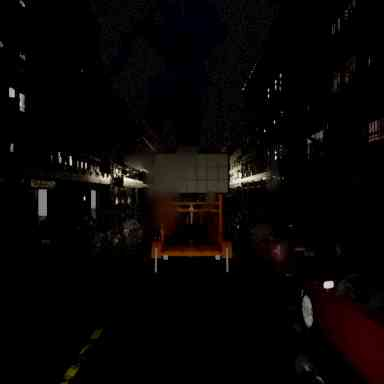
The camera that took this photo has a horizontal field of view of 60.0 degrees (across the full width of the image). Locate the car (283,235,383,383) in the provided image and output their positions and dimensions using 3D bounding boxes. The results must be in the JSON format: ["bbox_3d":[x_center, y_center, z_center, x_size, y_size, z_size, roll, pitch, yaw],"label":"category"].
[{"bbox_3d":[2.689,1.545,3.903,1.887,1.381,4.507,0,0,0],"label":"car"}]

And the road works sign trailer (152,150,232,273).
[{"bbox_3d":[-0.011,0.464,10.669,2.380,3.560,2.880,0,0,0],"label":"road works sign trailer"}]

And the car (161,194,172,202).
[{"bbox_3d":[-5.775,1.293,77.171,2.192,1.841,5.009,0,0,0],"label":"car"}]

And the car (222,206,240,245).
[{"bbox_3d":[2.676,1.550,15.176,2.008,1.369,4.403,0,0,0],"label":"car"}]

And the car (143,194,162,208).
[{"bbox_3d":[-5.743,1.305,48.989,2.192,1.841,5.009,0,0,0],"label":"car"}]

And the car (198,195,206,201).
[{"bbox_3d":[2.592,1.516,88.449,1.887,1.381,4.507,0,0,0],"label":"car"}]

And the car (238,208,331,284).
[{"bbox_3d":[2.682,1.440,9.540,1.967,1.590,4.097,0,0,0],"label":"car"}]

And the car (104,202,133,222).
[{"bbox_3d":[-5.718,1.523,26.272,1.752,1.417,4.829,0,0,0],"label":"car"}]

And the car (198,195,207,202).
[{"bbox_3d":[2.604,1.503,77.346,1.752,1.417,4.829,0,0,0],"label":"car"}]

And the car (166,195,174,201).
[{"bbox_3d":[-5.788,1.516,88.444,1.887,1.381,4.507,0,0,0],"label":"car"}]

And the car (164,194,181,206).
[{"bbox_3d":[-3.061,1.209,54.306,2.150,2.045,5.566,0,0,0],"label":"car"}]

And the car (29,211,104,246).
[{"bbox_3d":[-5.705,1.565,15.169,1.947,1.339,4.313,0,0,0],"label":"car"}]

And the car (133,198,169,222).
[{"bbox_3d":[-3.130,1.475,26.389,1.882,1.535,5.008,0,0,0],"label":"car"}]

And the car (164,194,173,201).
[{"bbox_3d":[-5.782,1.415,82.806,1.967,1.590,4.097,0,0,0],"label":"car"}]

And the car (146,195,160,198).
[{"bbox_3d":[-5.737,1.432,43.353,1.967,1.590,4.097,0,0,0],"label":"car"}]

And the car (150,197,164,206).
[{"bbox_3d":[-5.751,1.570,54.626,1.802,1.307,4.206,0,0,0],"label":"car"}]

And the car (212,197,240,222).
[{"bbox_3d":[2.664,1.312,26.449,2.192,1.841,5.009,0,0,0],"label":"car"}]
